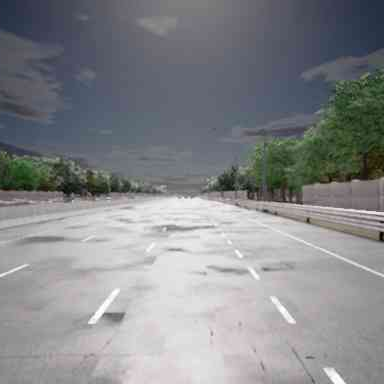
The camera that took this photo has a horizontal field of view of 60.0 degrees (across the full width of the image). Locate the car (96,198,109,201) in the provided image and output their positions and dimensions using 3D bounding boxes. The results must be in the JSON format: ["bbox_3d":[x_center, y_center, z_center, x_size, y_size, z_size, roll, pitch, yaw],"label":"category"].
[{"bbox_3d":[-17.475,1.928,64.494,2.097,1.767,4.553,0,-1,0],"label":"car"}]

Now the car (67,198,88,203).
[{"bbox_3d":[-20.989,1.904,62.236,2.097,1.767,4.553,0,-1,1],"label":"car"}]

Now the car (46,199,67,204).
[{"bbox_3d":[-24.483,2.048,61.753,2.128,1.511,4.902,0,-1,1],"label":"car"}]

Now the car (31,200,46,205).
[{"bbox_3d":[-27.969,2.144,61.708,1.895,1.301,4.718,0,-1,0],"label":"car"}]
